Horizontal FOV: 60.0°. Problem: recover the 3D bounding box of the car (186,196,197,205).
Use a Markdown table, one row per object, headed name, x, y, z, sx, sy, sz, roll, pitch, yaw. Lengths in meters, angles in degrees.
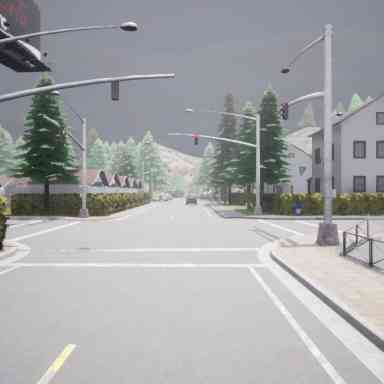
| name | x | y | z | sx | sy | sz | roll | pitch | yaw |
| --- | --- | --- | --- | --- | --- | --- | --- | --- | --- |
| car | -0.089 | 1.505 | 59.293 | 1.837 | 1.490 | 4.892 | 0 | 0 | 0 |
